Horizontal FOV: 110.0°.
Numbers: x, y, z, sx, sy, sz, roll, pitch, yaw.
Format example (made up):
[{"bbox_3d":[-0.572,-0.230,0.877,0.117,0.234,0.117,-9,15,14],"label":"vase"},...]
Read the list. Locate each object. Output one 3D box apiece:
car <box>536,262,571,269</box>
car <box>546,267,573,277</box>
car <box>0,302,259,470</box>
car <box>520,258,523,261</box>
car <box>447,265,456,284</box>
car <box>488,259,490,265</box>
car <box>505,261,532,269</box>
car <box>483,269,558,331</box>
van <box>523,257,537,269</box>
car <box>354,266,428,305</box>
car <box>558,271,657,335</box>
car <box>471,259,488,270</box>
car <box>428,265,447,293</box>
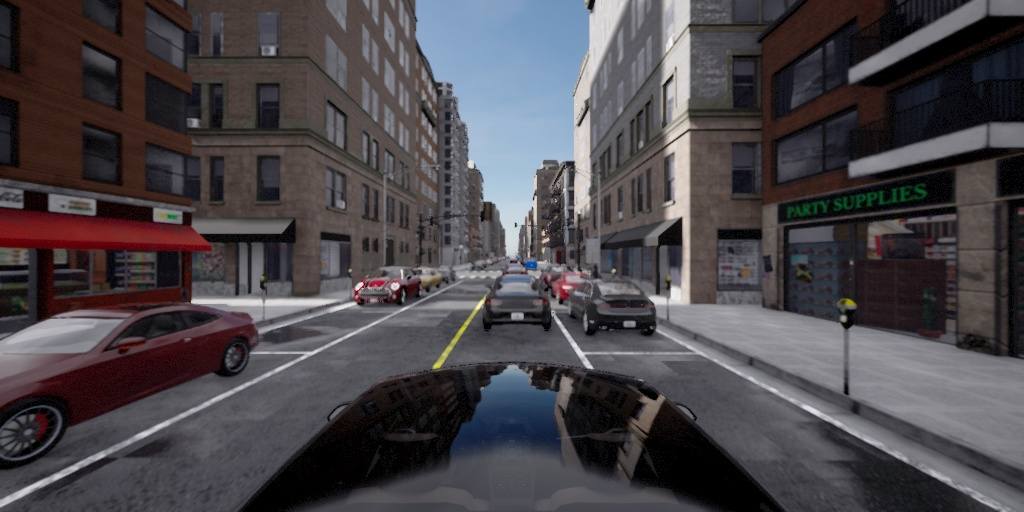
[{"bbox_3d":[2.723,1.207,21.335,1.967,1.591,4.097,0,0,0],"label":"car"},{"bbox_3d":[2.697,1.344,15.816,1.802,1.307,4.207,0,0,0],"label":"car"},{"bbox_3d":[-5.380,1.334,4.809,1.802,1.307,4.207,0,0,0],"label":"car"},{"bbox_3d":[2.928,1.384,65.297,1.802,1.307,4.207,0,0,0],"label":"car"},{"bbox_3d":[-5.277,1.322,26.882,2.007,1.370,4.403,0,0,0],"label":"car"},{"bbox_3d":[-5.124,1.342,59.645,1.888,1.381,4.507,0,0,0],"label":"car"},{"bbox_3d":[0.208,1.295,25.154,1.812,1.442,4.674,0,0,0],"label":"car"},{"bbox_3d":[0.141,1.283,10.933,1.812,1.442,4.674,0,0,0],"label":"car"},{"bbox_3d":[2.875,1.134,53.935,1.690,1.789,3.998,0,0,0],"label":"van"},{"bbox_3d":[-5.328,1.202,15.846,1.967,1.591,4.097,0,0,0],"label":"car"},{"bbox_3d":[2.671,1.308,10.297,2.007,1.370,4.403,0,0,0],"label":"car"},{"bbox_3d":[-5.150,1.343,53.964,2.007,1.370,4.403,0,0,0],"label":"car"},{"bbox_3d":[-5.303,1.292,21.194,1.751,1.417,4.829,0,0,0],"label":"car"}]
